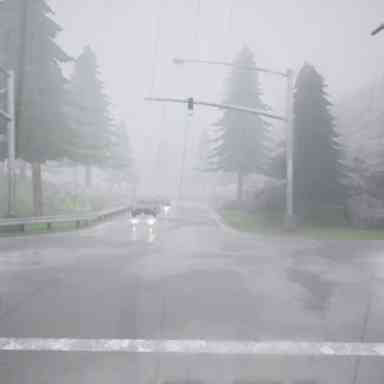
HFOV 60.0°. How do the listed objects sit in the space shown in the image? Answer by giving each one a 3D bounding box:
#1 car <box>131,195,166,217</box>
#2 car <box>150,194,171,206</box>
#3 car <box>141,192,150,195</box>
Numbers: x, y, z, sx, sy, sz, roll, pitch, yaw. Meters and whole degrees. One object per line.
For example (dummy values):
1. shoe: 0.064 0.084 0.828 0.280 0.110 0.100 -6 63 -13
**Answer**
1. car: -3.593 1.195 26.883 2.033 1.411 5.357 0 1 0
2. car: -3.643 1.030 40.741 1.994 1.385 4.181 0 1 0
3. car: -8.131 0.753 57.027 1.882 1.535 5.008 -1 1 -44
